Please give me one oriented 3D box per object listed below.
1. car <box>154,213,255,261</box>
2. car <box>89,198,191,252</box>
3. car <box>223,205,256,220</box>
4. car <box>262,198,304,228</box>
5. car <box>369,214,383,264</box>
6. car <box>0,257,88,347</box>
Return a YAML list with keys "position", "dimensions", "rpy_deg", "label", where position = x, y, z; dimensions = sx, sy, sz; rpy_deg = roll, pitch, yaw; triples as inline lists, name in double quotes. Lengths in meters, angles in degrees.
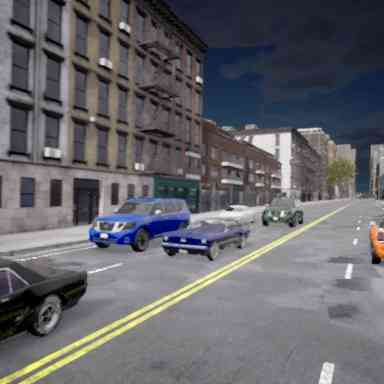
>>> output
- position: [0.731, 1.710, 13.066]
  dimensions: [1.895, 1.301, 4.718]
  rpy_deg: [0, 0, 28]
  label: "car"
- position: [-1.993, 1.317, 14.863]
  dimensions: [2.150, 2.045, 5.566]
  rpy_deg: [0, 0, 28]
  label: "car"
- position: [3.494, 1.756, 25.342]
  dimensions: [1.812, 1.442, 4.674]
  rpy_deg: [0, -1, 28]
  label: "car"
- position: [6.952, 1.486, 24.925]
  dimensions: [2.150, 2.045, 5.566]
  rpy_deg: [0, -1, 28]
  label: "car"
- position: [7.705, 1.525, 12.154]
  dimensions: [2.097, 1.767, 4.553]
  rpy_deg: [0, -1, 28]
  label: "car"
- position: [-3.540, 1.599, 4.299]
  dimensions: [1.895, 1.301, 4.718]
  rpy_deg: [2, -1, 20]
  label: "car"
